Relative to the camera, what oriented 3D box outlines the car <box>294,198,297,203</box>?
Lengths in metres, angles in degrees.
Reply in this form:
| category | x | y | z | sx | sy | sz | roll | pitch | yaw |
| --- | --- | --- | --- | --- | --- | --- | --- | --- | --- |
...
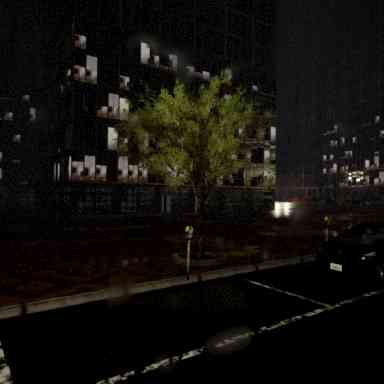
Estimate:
| category | x | y | z | sx | sy | sz | roll | pitch | yaw |
| --- | --- | --- | --- | --- | --- | --- | --- | --- | --- |
| car | 27.369 | 2.123 | 88.270 | 1.802 | 1.307 | 4.206 | 1 | -1 | -20 |

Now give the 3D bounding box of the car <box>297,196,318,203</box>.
| category | x | y | z | sx | sy | sz | roll | pitch | yaw |
| --- | --- | --- | --- | --- | --- | --- | --- | --- | --- |
| car | 29.300 | 1.821 | 83.021 | 2.192 | 1.841 | 5.009 | 1 | -1 | -20 |

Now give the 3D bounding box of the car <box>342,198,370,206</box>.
| category | x | y | z | sx | sy | sz | roll | pitch | yaw |
| --- | --- | --- | --- | --- | --- | --- | --- | --- | --- |
| car | 29.613 | 1.764 | 59.282 | 2.008 | 1.369 | 4.403 | 1 | -1 | -20 |

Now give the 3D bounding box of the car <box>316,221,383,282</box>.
| category | x | y | z | sx | sy | sz | roll | pitch | yaw |
| --- | --- | --- | --- | --- | --- | --- | --- | --- | --- |
| car | 5.544 | 1.574 | 9.810 | 4.313 | 1.339 | 1.947 | 0 | 1 | -34 |

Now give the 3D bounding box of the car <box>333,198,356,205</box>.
| category | x | y | z | sx | sy | sz | roll | pitch | yaw |
| --- | --- | --- | --- | --- | --- | --- | --- | --- | --- |
| car | 33.151 | 1.985 | 72.514 | 2.008 | 1.369 | 4.403 | 1 | -1 | -20 |

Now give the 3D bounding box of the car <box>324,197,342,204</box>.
| category | x | y | z | sx | sy | sz | roll | pitch | yaw |
| --- | --- | --- | --- | --- | --- | --- | --- | --- | --- |
| car | 27.688 | 1.689 | 64.534 | 1.967 | 1.590 | 4.097 | 1 | -1 | -20 |

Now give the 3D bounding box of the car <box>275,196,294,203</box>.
| category | x | y | z | sx | sy | sz | roll | pitch | yaw |
| --- | --- | --- | --- | --- | --- | --- | --- | --- | --- |
| car | 21.910 | 1.795 | 80.283 | 1.967 | 1.590 | 4.097 | 1 | -1 | -20 |

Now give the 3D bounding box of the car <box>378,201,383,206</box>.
| category | x | y | z | sx | sy | sz | roll | pitch | yaw |
| --- | --- | --- | --- | --- | --- | --- | --- | --- | --- |
| car | 36.946 | 1.890 | 62.170 | 1.752 | 1.417 | 4.829 | 1 | -1 | -20 |
